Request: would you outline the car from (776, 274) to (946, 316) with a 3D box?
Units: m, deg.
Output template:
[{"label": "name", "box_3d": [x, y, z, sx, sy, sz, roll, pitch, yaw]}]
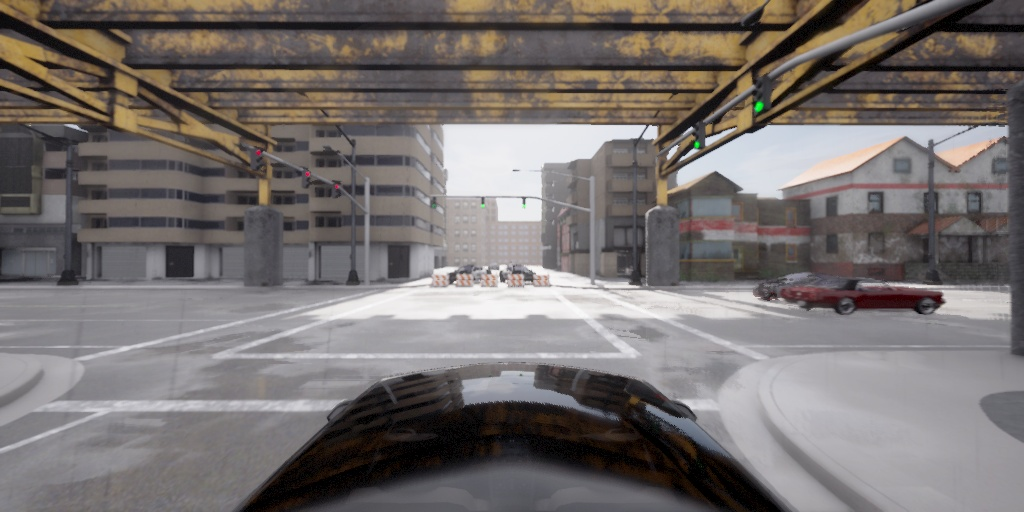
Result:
[{"label": "car", "box_3d": [13.039, 1.469, 13.458, 4.718, 1.301, 1.895, 0, -1, -1]}]

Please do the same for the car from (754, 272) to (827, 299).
[{"label": "car", "box_3d": [14.001, 1.464, 17.041, 4.181, 1.385, 1.994, 0, -1, 0]}]
